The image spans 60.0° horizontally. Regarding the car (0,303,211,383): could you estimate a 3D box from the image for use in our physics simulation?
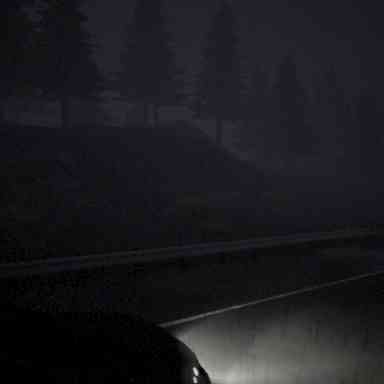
[{"bbox_3d":[-1.840,1.559,2.383,4.181,1.385,1.994,1,0,-36],"label":"car"}]
